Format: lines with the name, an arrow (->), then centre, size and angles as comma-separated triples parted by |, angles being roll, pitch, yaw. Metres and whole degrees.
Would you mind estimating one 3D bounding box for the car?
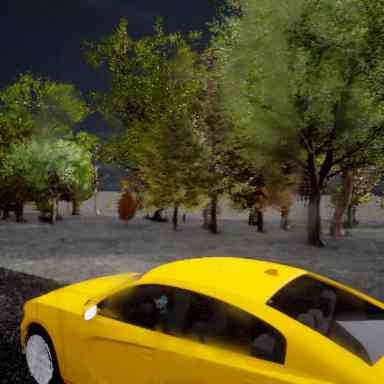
car -> 0.088, 1.489, 3.629 | 5.008, 1.535, 1.882 | 0, 0, 36
